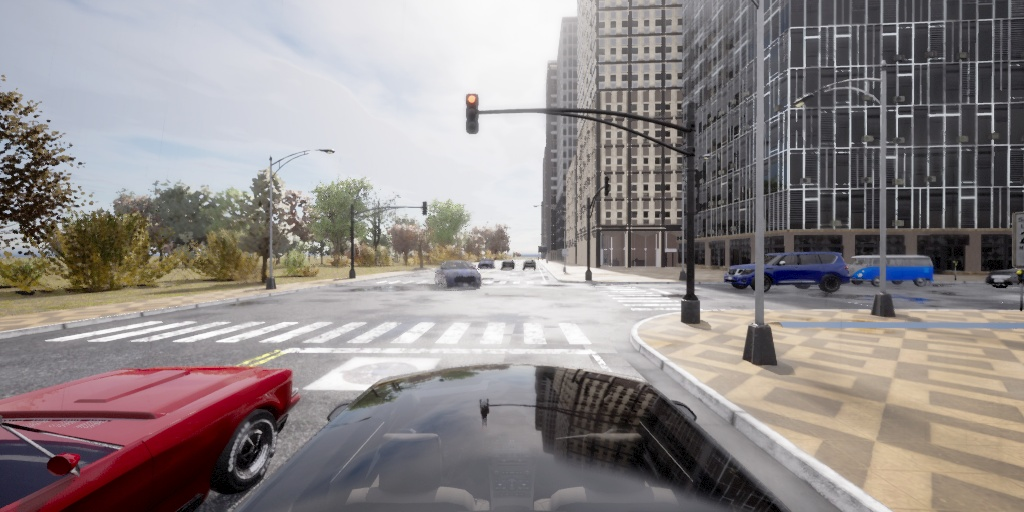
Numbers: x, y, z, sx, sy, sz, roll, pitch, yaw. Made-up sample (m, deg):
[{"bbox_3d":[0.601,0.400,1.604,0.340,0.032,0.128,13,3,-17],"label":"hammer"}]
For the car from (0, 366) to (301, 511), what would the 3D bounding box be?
[{"bbox_3d":[-3.117,1.351,1.574,1.895,1.301,4.718,0,0,0],"label":"car"}]

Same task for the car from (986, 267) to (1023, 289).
[{"bbox_3d":[27.191,0.974,18.047,4.902,1.511,2.128,-1,0,4],"label":"car"}]

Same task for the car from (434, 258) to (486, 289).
[{"bbox_3d":[-3.533,1.064,22.616,2.097,1.767,4.553,0,0,-23],"label":"car"}]

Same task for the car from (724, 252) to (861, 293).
[{"bbox_3d":[14.382,0.810,18.926,5.566,2.045,2.150,0,0,4],"label":"car"}]

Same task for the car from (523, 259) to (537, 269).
[{"bbox_3d":[2.693,1.256,54.761,1.837,1.490,4.892,0,0,3],"label":"car"}]

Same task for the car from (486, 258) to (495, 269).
[{"bbox_3d":[-3.935,1.102,55.940,2.097,1.767,4.553,0,0,4],"label":"car"}]

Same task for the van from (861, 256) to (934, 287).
[{"bbox_3d":[22.094,0.856,21.120,3.998,1.789,1.690,0,0,4],"label":"van"}]

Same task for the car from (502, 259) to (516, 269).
[{"bbox_3d":[-0.496,1.229,55.856,1.882,1.535,5.008,0,0,3],"label":"car"}]

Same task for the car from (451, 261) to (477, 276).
[{"bbox_3d":[-5.020,1.271,38.208,1.812,1.442,4.674,0,0,3],"label":"car"}]
